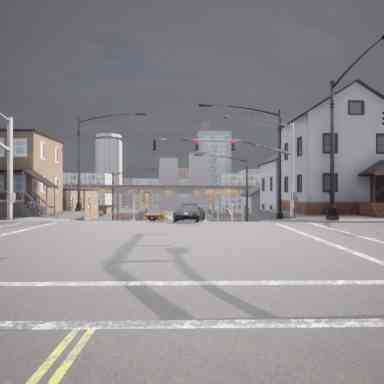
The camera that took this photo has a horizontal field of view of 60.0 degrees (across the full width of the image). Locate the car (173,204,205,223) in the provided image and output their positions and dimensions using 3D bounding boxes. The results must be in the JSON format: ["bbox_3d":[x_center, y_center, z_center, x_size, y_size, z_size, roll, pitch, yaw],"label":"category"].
[{"bbox_3d":[-0.165,1.609,25.578,1.994,1.385,4.181,0,-3,8],"label":"car"}]

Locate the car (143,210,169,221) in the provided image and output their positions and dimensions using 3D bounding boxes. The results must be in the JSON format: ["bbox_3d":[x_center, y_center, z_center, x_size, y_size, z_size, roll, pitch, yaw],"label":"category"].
[{"bbox_3d":[-3.670,2.536,33.444,1.882,1.535,5.008,0,-9,1],"label":"car"}]

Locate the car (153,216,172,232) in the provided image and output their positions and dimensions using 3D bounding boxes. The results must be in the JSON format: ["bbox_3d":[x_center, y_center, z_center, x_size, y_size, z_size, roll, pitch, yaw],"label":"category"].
[{"bbox_3d":[-3.776,4.235,43.667,2.128,1.511,4.902,0,-13,-1],"label":"car"}]
